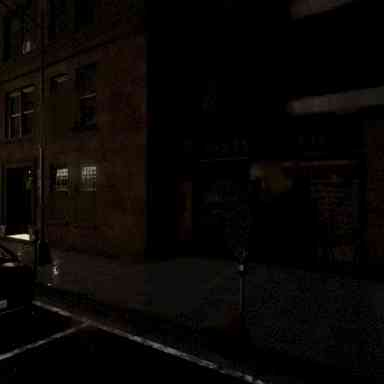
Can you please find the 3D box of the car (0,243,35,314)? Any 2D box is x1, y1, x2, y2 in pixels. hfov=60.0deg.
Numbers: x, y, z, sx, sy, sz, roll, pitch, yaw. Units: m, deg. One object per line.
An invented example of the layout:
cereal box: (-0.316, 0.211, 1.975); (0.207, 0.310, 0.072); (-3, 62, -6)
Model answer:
car: (-4.810, 1.550, 6.502); (4.403, 1.369, 2.008); (0, 0, 35)
